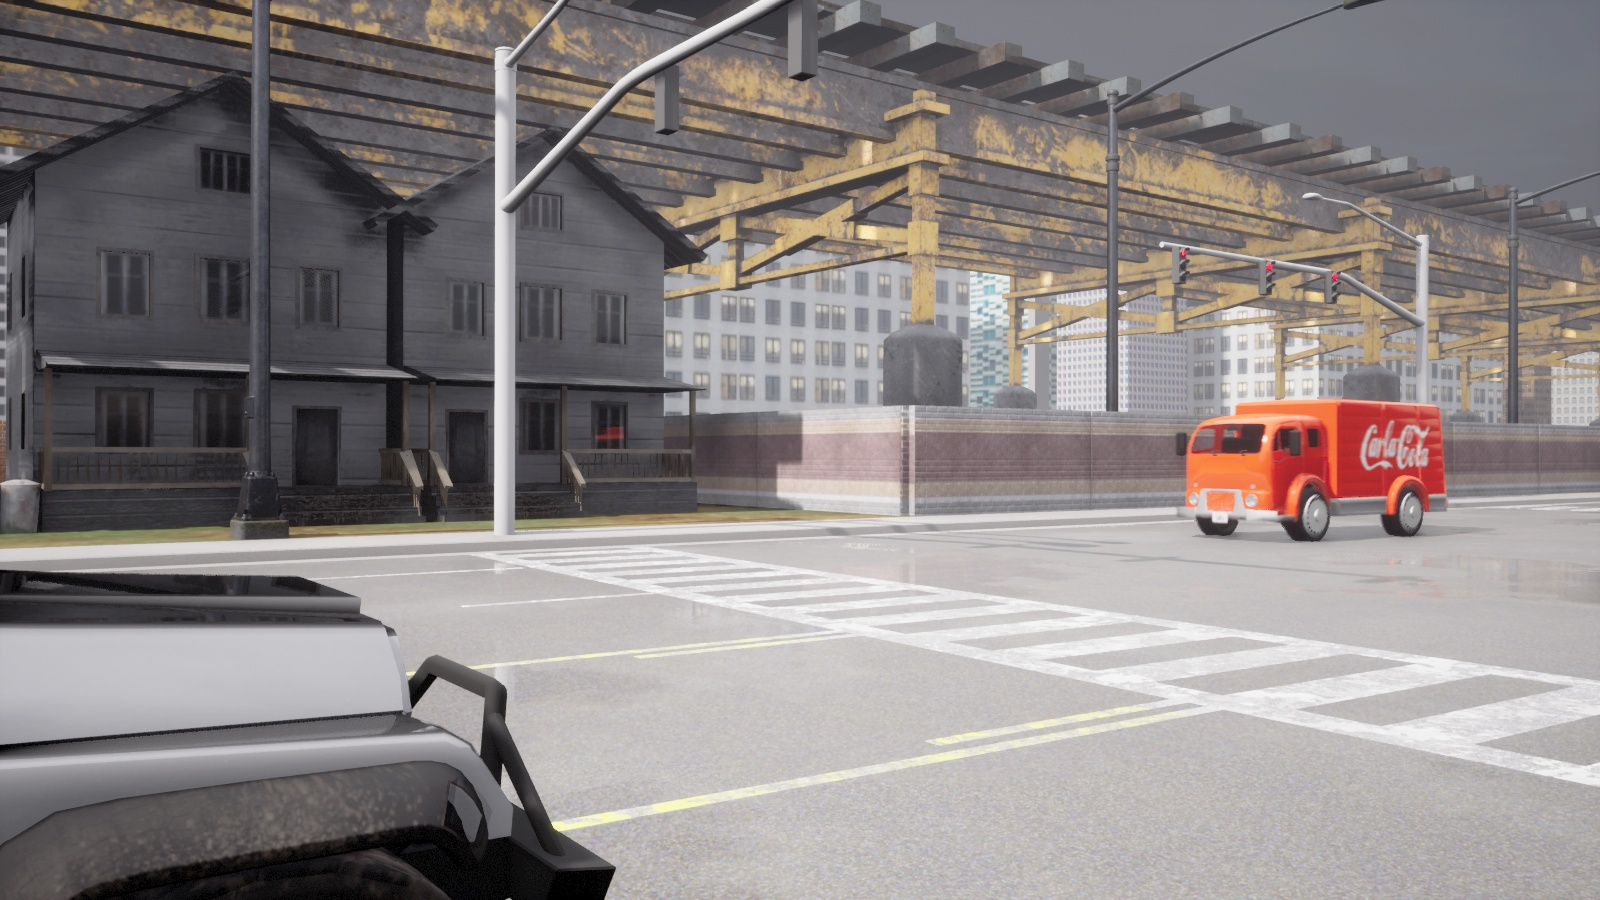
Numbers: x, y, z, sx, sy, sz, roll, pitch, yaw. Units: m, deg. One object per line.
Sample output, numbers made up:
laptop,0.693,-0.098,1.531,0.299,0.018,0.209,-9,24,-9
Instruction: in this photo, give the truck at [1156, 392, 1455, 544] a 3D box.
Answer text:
truck,9.273,0.294,22.902,5.204,2.467,2.627,0,0,-35

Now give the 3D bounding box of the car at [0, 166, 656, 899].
car,-2.398,0.551,1.999,3.866,1.878,1.905,0,0,-34
